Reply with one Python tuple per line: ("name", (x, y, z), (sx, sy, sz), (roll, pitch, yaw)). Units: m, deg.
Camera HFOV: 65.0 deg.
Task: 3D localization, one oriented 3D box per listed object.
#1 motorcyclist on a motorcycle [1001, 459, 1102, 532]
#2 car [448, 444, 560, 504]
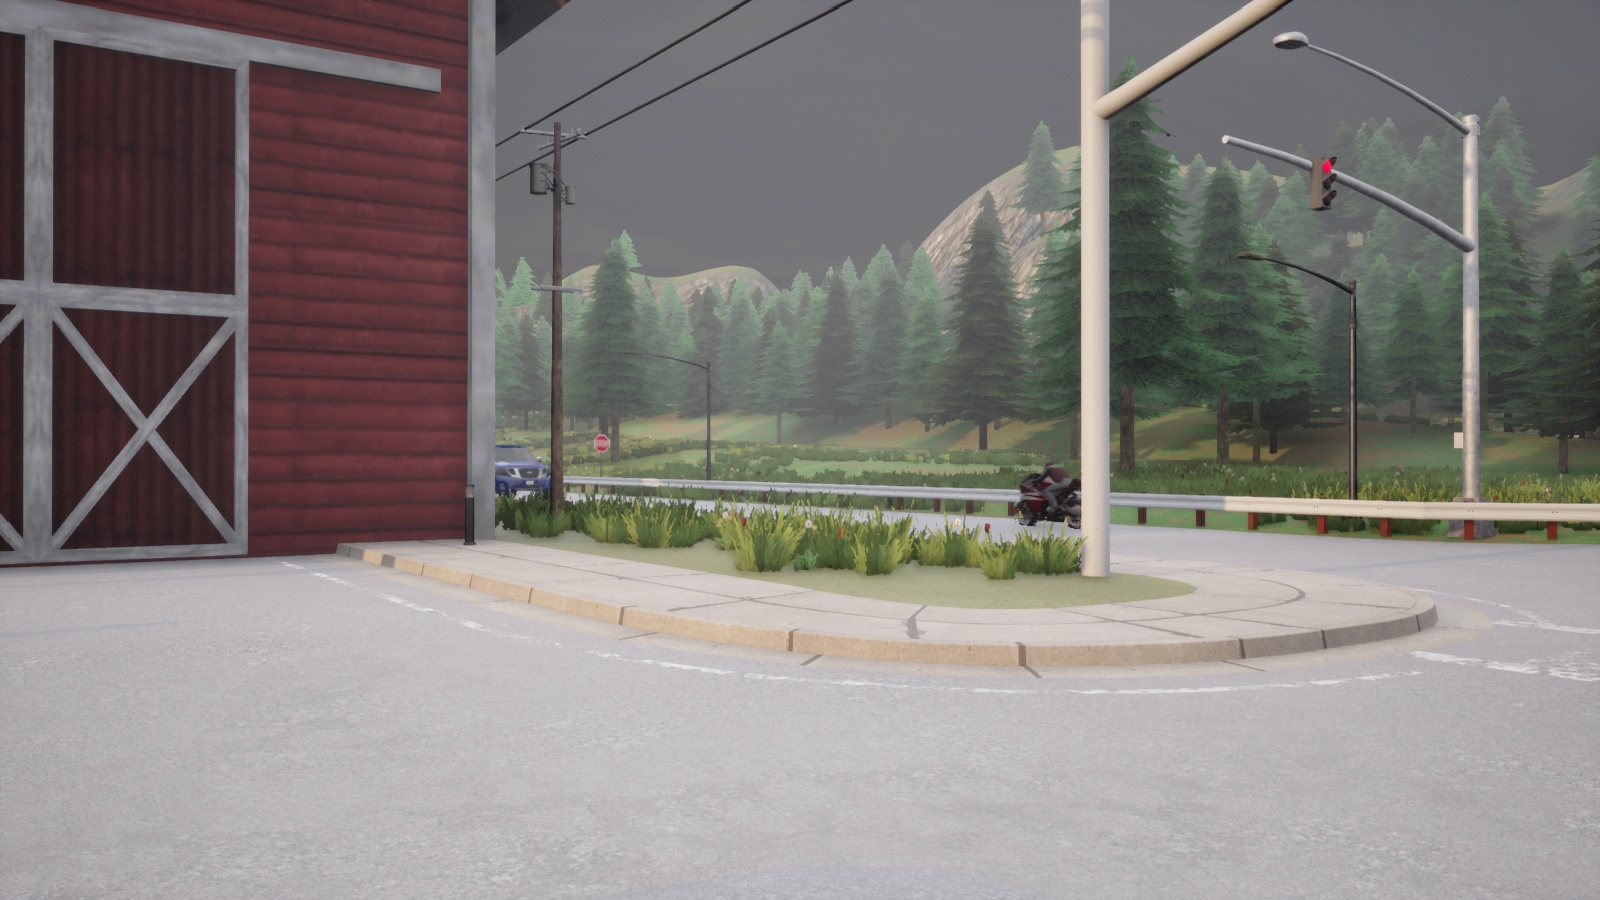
("motorcyclist on a motorcycle", (5.498, 0.971, 27.561), (0.866, 1.530, 2.191), (0, 0, -34))
("car", (-10.833, 0.840, 45.658), (2.150, 2.045, 5.566), (0, 0, -34))
